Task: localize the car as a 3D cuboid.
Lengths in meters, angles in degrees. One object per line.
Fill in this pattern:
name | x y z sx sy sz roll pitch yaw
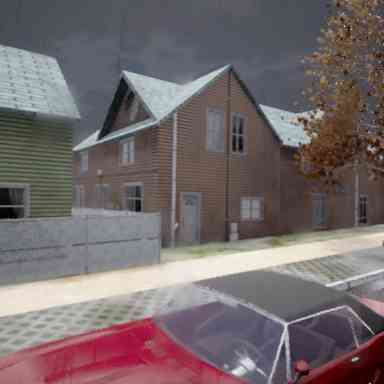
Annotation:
car | 0.458 1.610 3.280 4.718 1.301 1.895 0 0 -36
